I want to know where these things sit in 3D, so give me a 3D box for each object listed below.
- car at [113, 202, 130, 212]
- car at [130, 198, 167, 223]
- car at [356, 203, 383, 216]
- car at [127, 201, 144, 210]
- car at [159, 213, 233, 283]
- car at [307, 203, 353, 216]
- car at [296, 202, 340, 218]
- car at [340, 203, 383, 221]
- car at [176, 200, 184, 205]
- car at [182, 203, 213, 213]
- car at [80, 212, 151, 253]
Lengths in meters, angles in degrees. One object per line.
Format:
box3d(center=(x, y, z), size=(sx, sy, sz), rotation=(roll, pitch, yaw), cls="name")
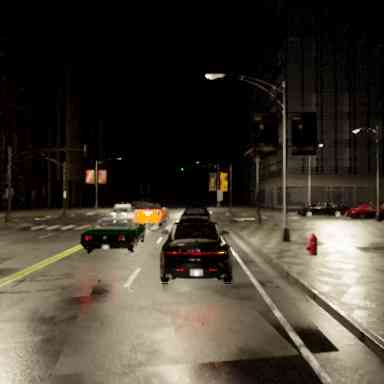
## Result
box3d(center=(-9.821, 2.118, 47.422), size=(1.812, 1.442, 4.674), rotation=(0, -1, 0), cls="car")
box3d(center=(-3.144, 1.623, 25.755), size=(2.097, 1.767, 4.553), rotation=(0, 0, 0), cls="car")
box3d(center=(20.842, 1.934, 36.918), size=(4.313, 1.339, 1.947), rotation=(0, -1, -1), cls="car")
box3d(center=(-9.787, 2.297, 58.075), size=(2.033, 1.411, 5.357), rotation=(0, -1, 0), cls="car")
box3d(center=(0.105, 1.600, 9.964), size=(1.837, 1.490, 4.892), rotation=(0, 0, 0), cls="car")
box3d(center=(15.203, 1.952, 36.833), size=(4.313, 1.339, 1.947), rotation=(0, -1, -1), cls="car")
box3d(center=(13.145, 1.844, 34.050), size=(4.892, 1.490, 1.837), rotation=(0, -1, -1), cls="car")
box3d(center=(15.329, 1.800, 28.310), size=(4.206, 1.307, 1.802), rotation=(0, -1, -1), cls="car")
box3d(center=(-3.208, 2.770, 89.103), size=(1.812, 1.442, 4.674), rotation=(0, -1, 0), cls="car")
box3d(center=(0.325, 1.712, 22.003), size=(1.882, 1.535, 5.008), rotation=(0, -1, 4), cls="car")
box3d(center=(-3.145, 1.743, 14.337), size=(1.895, 1.301, 4.718), rotation=(0, -1, 0), cls="car")
